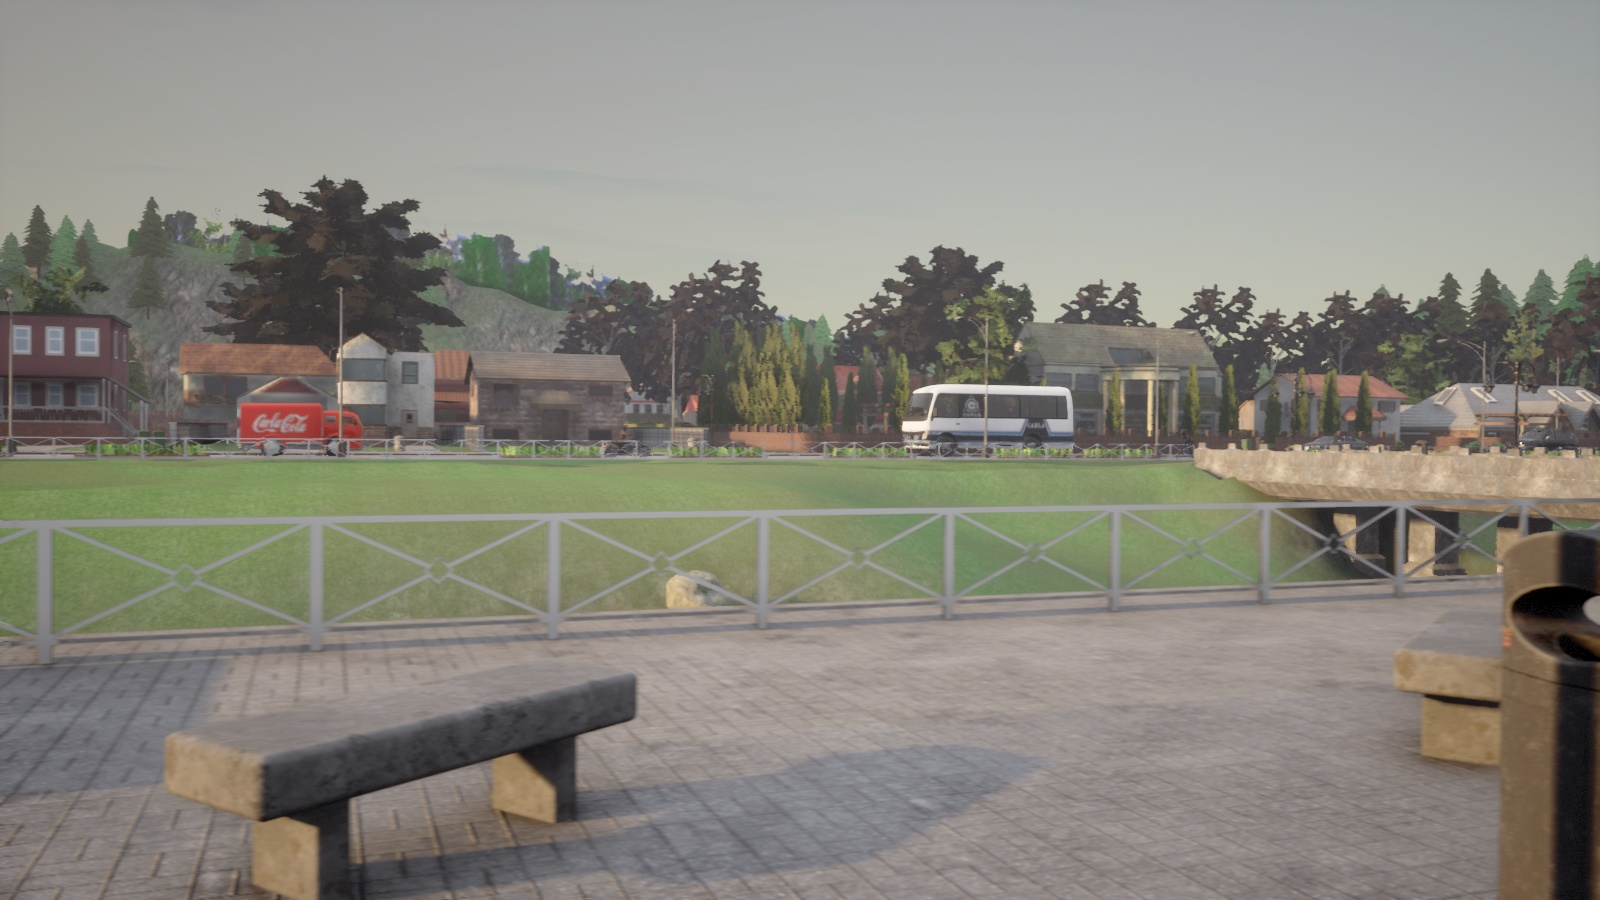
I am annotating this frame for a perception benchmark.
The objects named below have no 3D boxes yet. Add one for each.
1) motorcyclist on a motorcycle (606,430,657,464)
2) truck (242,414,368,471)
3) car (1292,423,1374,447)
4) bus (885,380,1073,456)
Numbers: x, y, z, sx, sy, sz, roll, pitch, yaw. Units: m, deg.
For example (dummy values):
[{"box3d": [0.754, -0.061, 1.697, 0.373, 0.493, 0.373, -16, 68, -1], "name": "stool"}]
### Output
[{"box3d": [-8.353, -0.182, 62.312, 2.350, 1.649, 0.766, -1, 1, -21], "name": "motorcyclist on a motorcycle"}, {"box3d": [-22.394, -0.374, 56.979, 5.204, 2.467, 2.627, -1, 1, -21], "name": "truck"}, {"box3d": [35.274, -1.008, 83.142, 4.902, 1.511, 2.128, -1, 1, -21], "name": "car"}, {"box3d": [10.511, -1.908, 73.731, 10.273, 4.253, 3.944, -1, 1, -21], "name": "bus"}]
